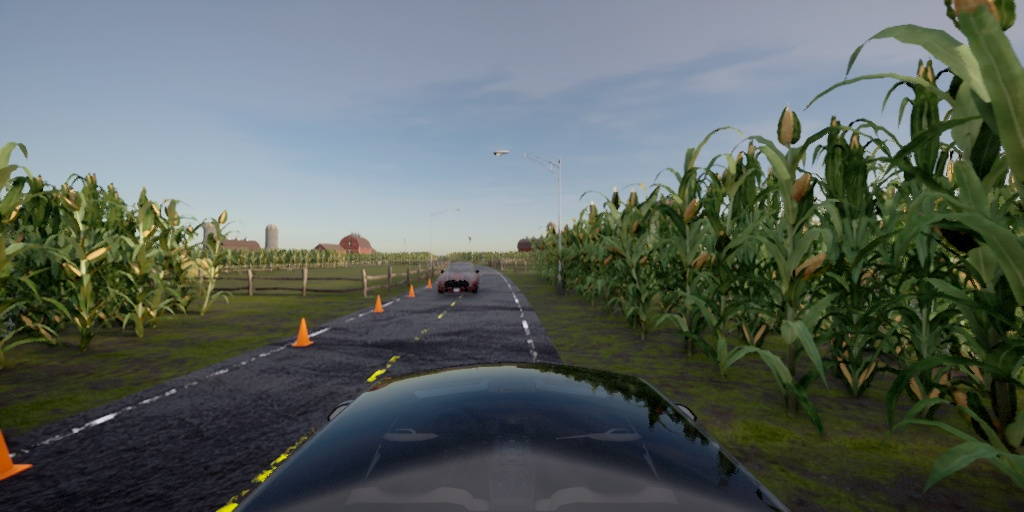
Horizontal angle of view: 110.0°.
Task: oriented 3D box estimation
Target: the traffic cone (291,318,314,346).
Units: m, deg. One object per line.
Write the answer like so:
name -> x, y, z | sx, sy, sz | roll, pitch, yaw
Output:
traffic cone -> -4.787, 1.725, 8.213 | 0.340, 0.580, 0.340 | 0, 0, -1

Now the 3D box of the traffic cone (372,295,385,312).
traffic cone -> -4.905, 1.740, 13.184 | 0.340, 0.580, 0.340 | 0, 0, -2

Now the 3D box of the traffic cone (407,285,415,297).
traffic cone -> -5.080, 1.755, 18.152 | 0.340, 0.580, 0.340 | 0, 0, -2

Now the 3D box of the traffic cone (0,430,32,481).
traffic cone -> -4.726, 1.710, 3.242 | 0.340, 0.580, 0.340 | 0, 0, 0

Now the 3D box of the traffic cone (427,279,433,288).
traffic cone -> -5.314, 1.770, 23.119 | 0.340, 0.580, 0.340 | 0, 0, -3

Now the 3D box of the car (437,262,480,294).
car -> -2.935, 1.160, 20.503 | 2.097, 1.767, 4.553 | 0, 0, -3
